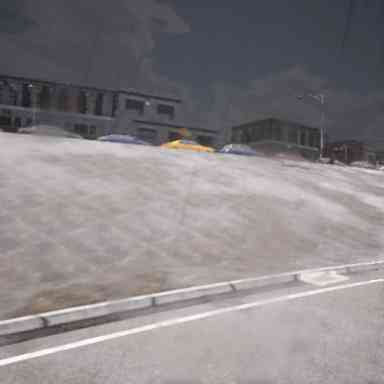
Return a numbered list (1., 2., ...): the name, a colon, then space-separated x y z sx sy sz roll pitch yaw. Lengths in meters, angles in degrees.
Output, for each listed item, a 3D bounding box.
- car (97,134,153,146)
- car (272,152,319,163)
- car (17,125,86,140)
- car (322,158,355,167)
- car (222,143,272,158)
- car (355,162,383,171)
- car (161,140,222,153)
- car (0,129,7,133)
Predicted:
1. car: -5.479 -3.952 27.513 4.674 1.452 2.002 3 -1 -20
2. car: 10.010 -3.195 33.969 4.792 1.488 2.163 3 -1 -24
3. car: -10.682 -4.239 25.607 4.892 1.521 2.231 3 -1 -19
4. car: 15.006 -2.931 36.300 4.674 1.452 2.002 3 -1 -25
5. car: 4.786 -3.612 31.652 4.553 1.767 2.185 3 -1 -22
6. car: 19.865 -2.720 38.697 4.892 1.521 2.231 3 -1 -26
7. car: -0.315 -3.739 29.531 5.008 1.535 2.097 3 -1 -21
8. car: -15.896 -4.467 23.808 4.892 1.521 2.231 2 -1 -19
